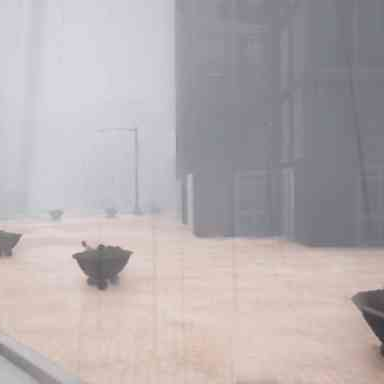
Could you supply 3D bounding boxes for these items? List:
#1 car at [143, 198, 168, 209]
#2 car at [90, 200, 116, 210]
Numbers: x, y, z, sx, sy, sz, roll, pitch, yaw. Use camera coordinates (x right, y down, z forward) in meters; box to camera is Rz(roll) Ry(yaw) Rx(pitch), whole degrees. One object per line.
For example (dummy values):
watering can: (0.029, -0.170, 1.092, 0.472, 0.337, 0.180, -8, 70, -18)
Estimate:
car: (-7.075, 2.225, 64.899, 2.150, 2.045, 5.566, -1, -2, 39)
car: (-15.958, 2.245, 59.517, 2.097, 1.767, 4.553, -1, -1, 39)
